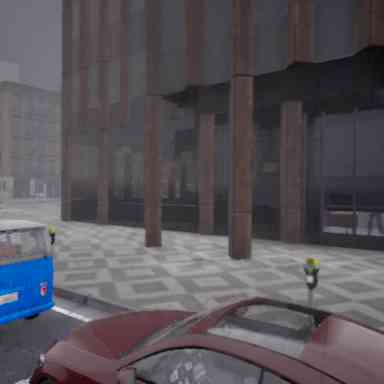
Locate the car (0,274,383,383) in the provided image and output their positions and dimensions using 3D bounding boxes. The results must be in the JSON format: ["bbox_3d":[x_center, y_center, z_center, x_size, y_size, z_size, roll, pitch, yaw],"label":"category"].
[{"bbox_3d":[0.414,1.577,2.664,4.206,1.307,1.802,0,1,36],"label":"car"}]

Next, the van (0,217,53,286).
[{"bbox_3d":[-4.180,1.309,5.940,3.998,1.788,1.690,0,1,36],"label":"van"}]
